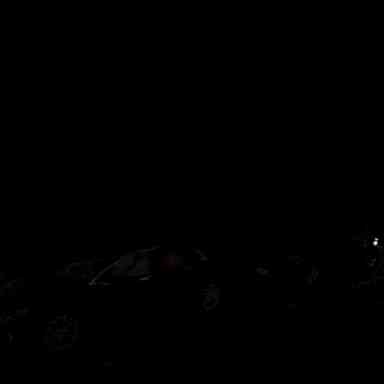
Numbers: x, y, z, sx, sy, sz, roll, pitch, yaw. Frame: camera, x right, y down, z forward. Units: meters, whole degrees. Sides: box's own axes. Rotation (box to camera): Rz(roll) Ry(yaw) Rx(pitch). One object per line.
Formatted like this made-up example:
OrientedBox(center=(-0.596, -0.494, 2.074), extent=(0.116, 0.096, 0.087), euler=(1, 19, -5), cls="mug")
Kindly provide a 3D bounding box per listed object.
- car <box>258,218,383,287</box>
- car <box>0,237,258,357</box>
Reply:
OrientedBox(center=(3.468, 1.530, 9.225), extent=(4.313, 1.339, 1.947), euler=(0, 1, -35), cls="car")
OrientedBox(center=(-1.152, 1.540, 5.932), extent=(4.403, 1.369, 2.008), euler=(0, 1, -35), cls="car")
